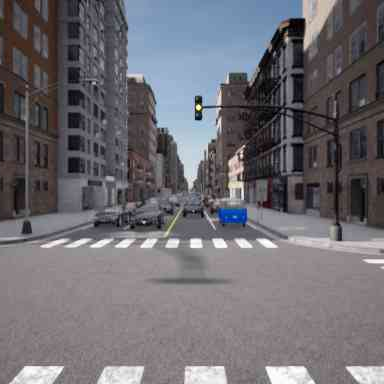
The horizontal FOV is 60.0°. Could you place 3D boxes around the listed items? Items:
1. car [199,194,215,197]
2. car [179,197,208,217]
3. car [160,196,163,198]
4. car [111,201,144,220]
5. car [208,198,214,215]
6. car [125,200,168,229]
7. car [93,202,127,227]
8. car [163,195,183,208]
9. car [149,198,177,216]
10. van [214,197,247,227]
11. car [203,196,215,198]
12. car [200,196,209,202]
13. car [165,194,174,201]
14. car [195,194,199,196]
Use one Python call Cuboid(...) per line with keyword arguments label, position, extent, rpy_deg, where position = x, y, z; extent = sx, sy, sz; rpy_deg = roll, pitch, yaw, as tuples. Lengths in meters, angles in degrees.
Cuboid(label="car", position=(2.696, 1.279, 50.896), extent=(2.192, 1.841, 5.009), rpy_deg=(0, 0, 0))
Cuboid(label="car", position=(0.135, 1.474, 31.529), extent=(2.128, 1.511, 4.902), rpy_deg=(0, 0, 0))
Cuboid(label="car", position=(-5.336, 1.497, 45.047), extent=(1.752, 1.417, 4.829), rpy_deg=(0, 0, 0))
Cuboid(label="car", position=(-5.356, 1.529, 28.171), extent=(1.887, 1.381, 4.507), rpy_deg=(0, 0, 0))
Cuboid(label="car", position=(2.676, 1.563, 33.851), extent=(1.802, 1.307, 4.206), rpy_deg=(0, 0, 0))
Cuboid(label="car", position=(-2.795, 1.493, 21.594), extent=(1.837, 1.490, 4.892), rpy_deg=(0, 0, -1))
Cuboid(label="car", position=(-5.362, 1.538, 22.490), extent=(2.008, 1.369, 4.403), rpy_deg=(0, 0, 0))
Cuboid(label="car", position=(-2.771, 1.493, 48.722), extent=(1.812, 1.442, 4.674), rpy_deg=(0, 0, 1))
Cuboid(label="car", position=(-2.801, 1.545, 32.687), extent=(1.994, 1.385, 4.181), rpy_deg=(0, 0, 0))
Cuboid(label="van", position=(2.663, 1.328, 22.489), extent=(1.690, 1.788, 3.998), rpy_deg=(0, 0, 0))
Cuboid(label="car", position=(2.689, 1.553, 45.214), extent=(1.802, 1.307, 4.206), rpy_deg=(0, 0, 0))
Cuboid(label="car", position=(2.722, 1.487, 73.621), extent=(2.008, 1.369, 4.403), rpy_deg=(0, 0, 0))
Cuboid(label="car", position=(-5.297, 1.369, 79.308), extent=(1.967, 1.590, 4.097), rpy_deg=(0, 0, 0))
Cuboid(label="car", position=(0.160, 1.505, 55.815), extent=(2.033, 1.411, 5.357), rpy_deg=(0, 0, 0))
